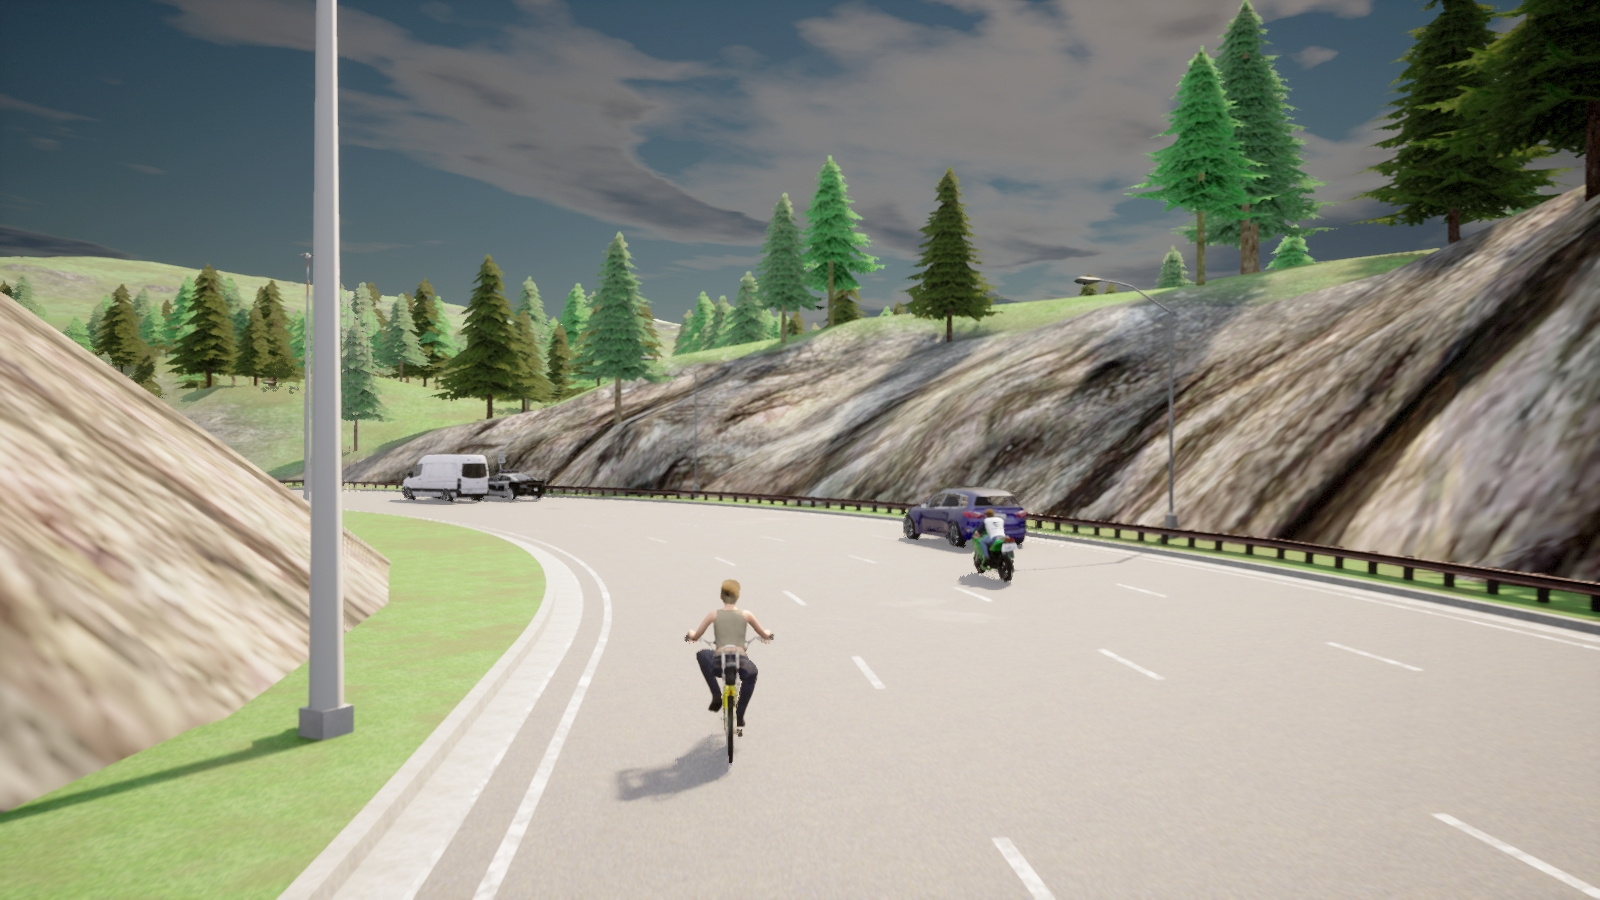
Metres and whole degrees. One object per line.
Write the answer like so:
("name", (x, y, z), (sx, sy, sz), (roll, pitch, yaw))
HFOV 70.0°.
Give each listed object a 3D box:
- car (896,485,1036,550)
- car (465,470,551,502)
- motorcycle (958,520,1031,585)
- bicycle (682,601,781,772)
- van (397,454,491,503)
("car", (4.907, 1.967, 34.465), (2.242, 1.667, 4.611), (0, 0, -21))
("car", (-16.541, 1.986, 64.584), (5.238, 1.638, 2.097), (0, 0, 40))
("motorcycle", (4.188, 2.185, 24.766), (0.803, 1.199, 2.033), (-2, 0, -13))
("bicycle", (-0.655, 2.158, 10.688), (0.859, 1.276, 1.487), (0, 0, -4))
("van", (-19.622, 1.538, 62.880), (5.915, 2.561, 1.988), (0, -1, 39))
